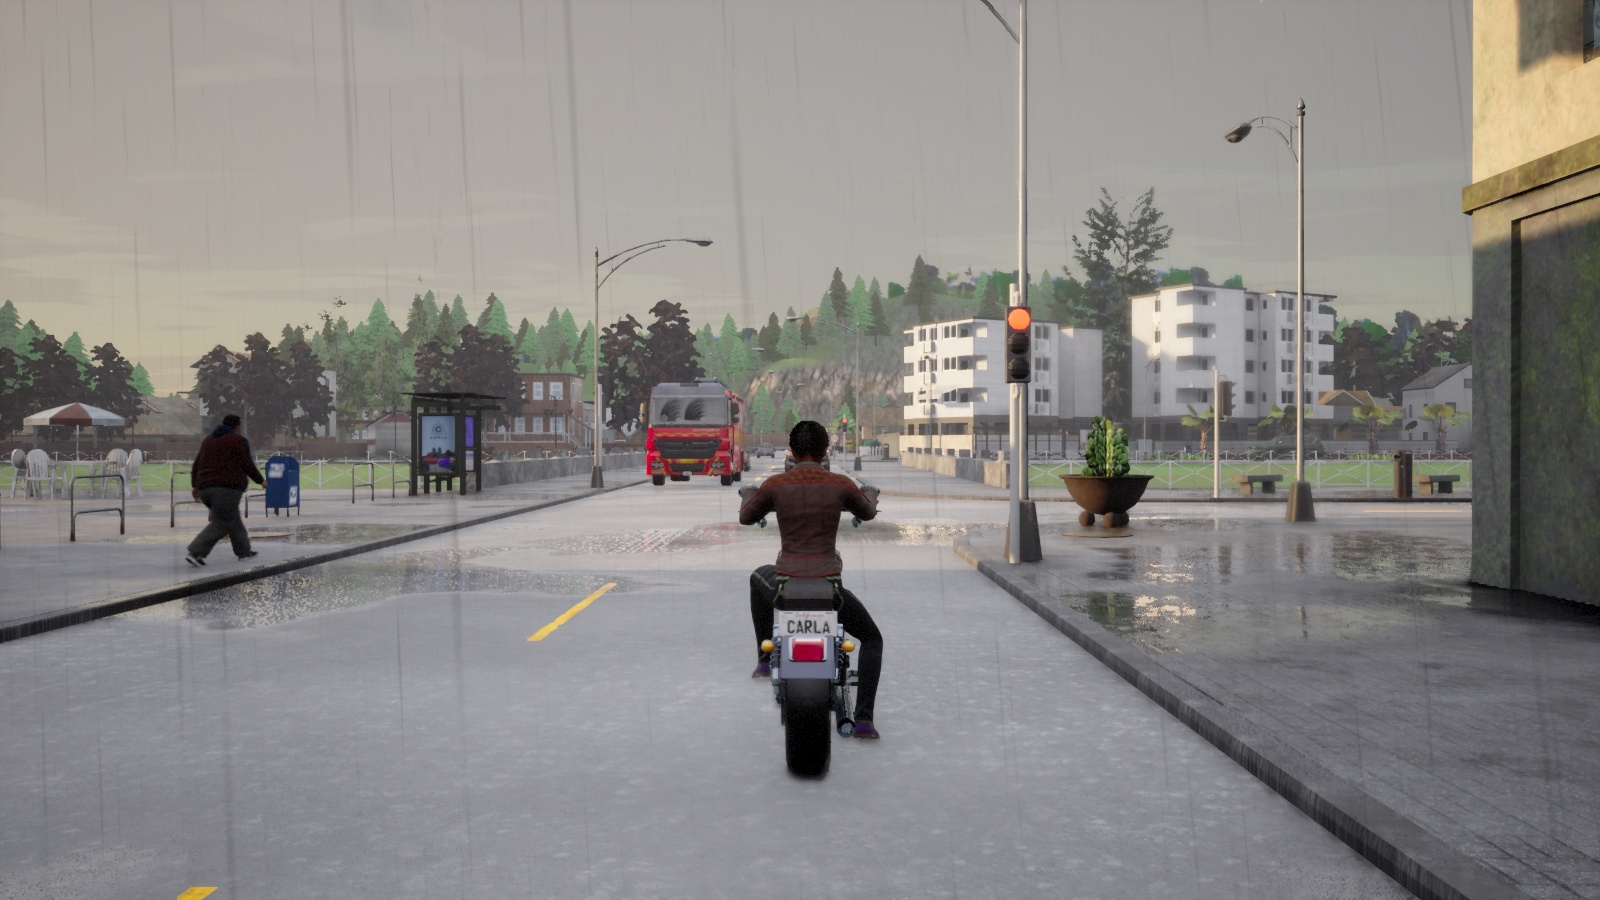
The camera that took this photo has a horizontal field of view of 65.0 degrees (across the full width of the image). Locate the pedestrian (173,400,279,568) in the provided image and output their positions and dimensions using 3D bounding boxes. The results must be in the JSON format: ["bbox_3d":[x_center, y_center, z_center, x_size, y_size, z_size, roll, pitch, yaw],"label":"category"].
[{"bbox_3d":[-6.556,0.370,14.368,0.634,1.844,0.899,0,0,28],"label":"pedestrian"}]

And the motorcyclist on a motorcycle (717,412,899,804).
[{"bbox_3d":[0.046,0.660,6.456,0.766,1.649,2.350,0,0,1],"label":"motorcyclist on a motorcycle"}]

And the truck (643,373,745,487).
[{"bbox_3d":[-3.720,-0.682,46.293,2.891,3.827,8.468,0,0,1],"label":"truck"}]

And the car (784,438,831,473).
[{"bbox_3d":[0.351,0.243,61.720,2.242,1.667,4.611,0,0,0],"label":"car"}]
